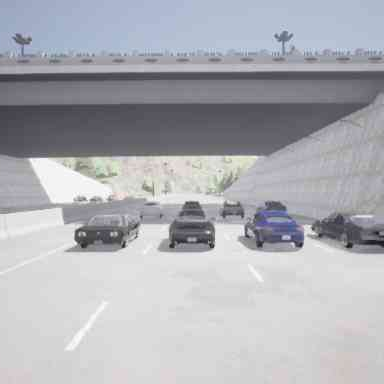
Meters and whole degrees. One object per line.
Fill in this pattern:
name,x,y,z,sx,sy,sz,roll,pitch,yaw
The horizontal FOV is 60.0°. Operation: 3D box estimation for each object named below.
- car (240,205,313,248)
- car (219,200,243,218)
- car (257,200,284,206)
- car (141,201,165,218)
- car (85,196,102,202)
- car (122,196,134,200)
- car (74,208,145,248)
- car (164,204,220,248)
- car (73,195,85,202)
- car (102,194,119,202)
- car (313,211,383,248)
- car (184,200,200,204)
car,3.500,1.530,14.650,1.812,1.442,4.674,0,0,0
car,3.500,1.493,29.650,2.128,1.511,4.902,0,0,0
car,7.000,1.482,29.650,1.882,1.535,5.008,0,0,0
car,-3.500,1.530,29.650,1.812,1.442,4.674,0,0,0
car,-20.968,1.492,72.931,2.033,1.411,5.357,0,0,0
car,-13.968,1.492,72.923,2.033,1.411,5.357,0,0,0
car,-3.500,1.613,14.680,1.895,1.301,4.718,0,0,0
car,0.000,1.514,14.650,1.837,1.490,4.892,0,0,0
car,-24.468,1.477,72.935,2.128,1.511,4.902,0,0,0
car,-17.468,1.307,72.957,2.097,1.767,4.553,0,0,0
car,7.000,1.560,14.650,2.033,1.411,5.357,0,0,0
car,0.000,1.514,29.650,1.837,1.490,4.892,0,0,0
